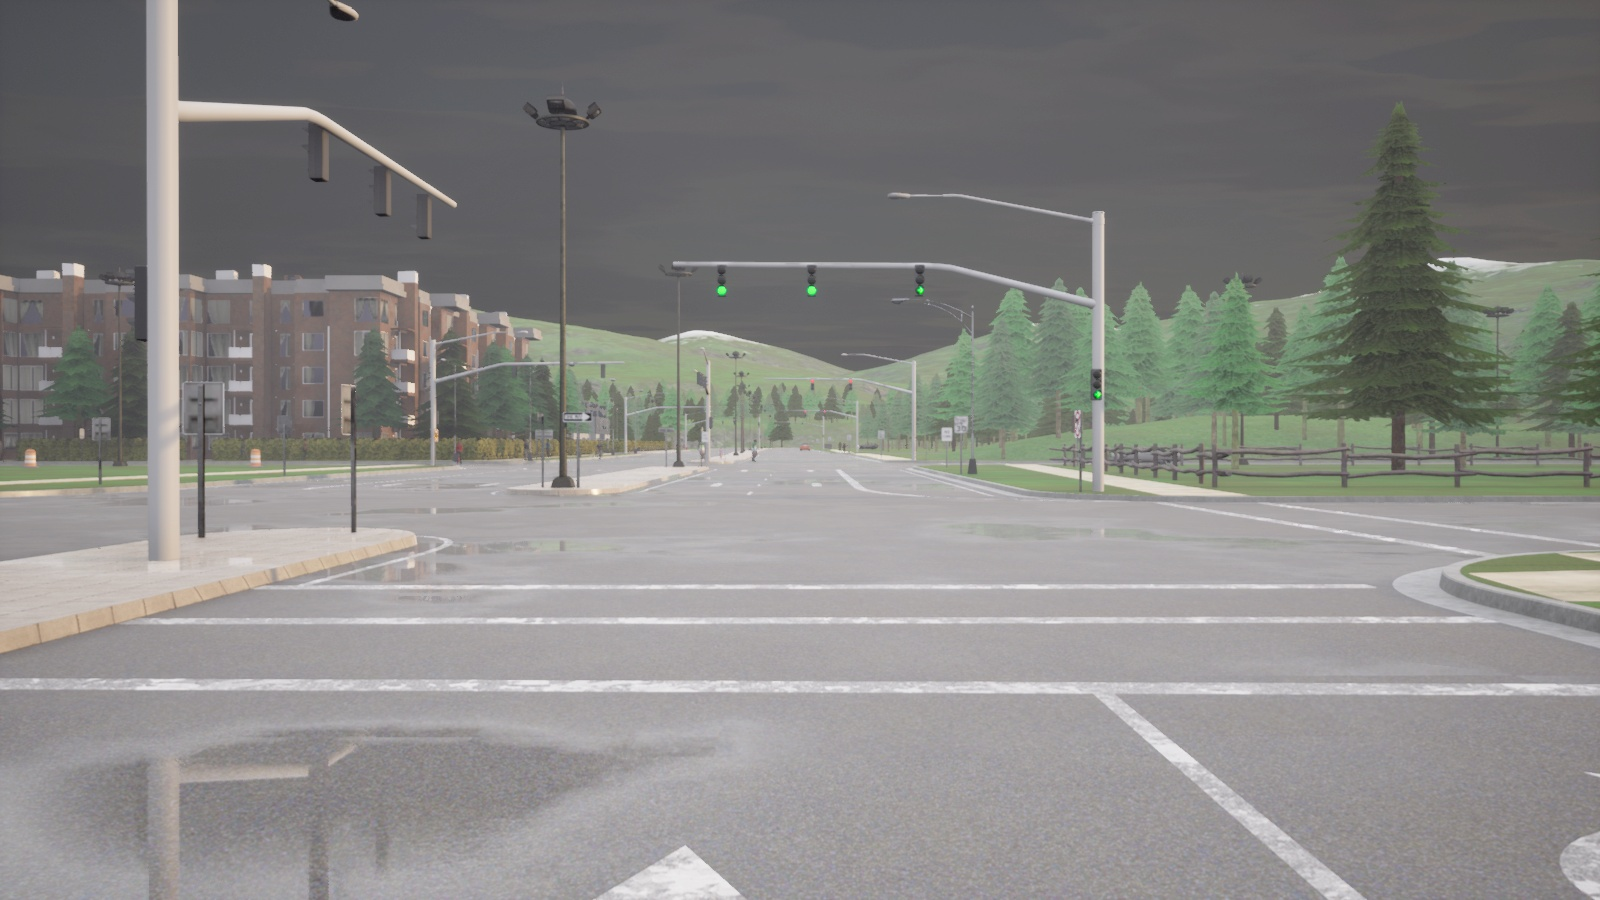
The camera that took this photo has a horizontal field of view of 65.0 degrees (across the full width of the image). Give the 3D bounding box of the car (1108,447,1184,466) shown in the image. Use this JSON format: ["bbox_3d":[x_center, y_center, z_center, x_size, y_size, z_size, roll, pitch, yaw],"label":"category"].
[{"bbox_3d":[23.907,0.463,86.819,4.718,1.301,1.895,0,0,0],"label":"car"}]
